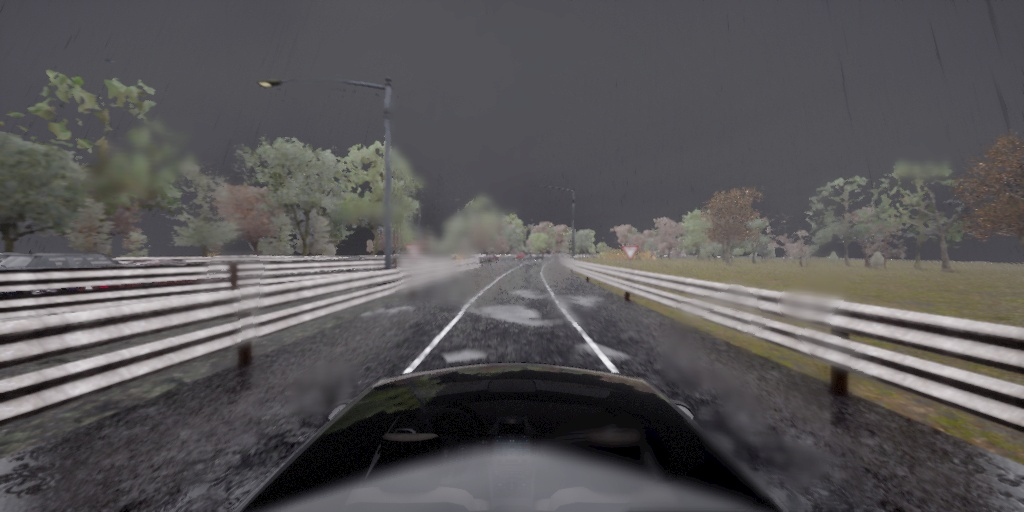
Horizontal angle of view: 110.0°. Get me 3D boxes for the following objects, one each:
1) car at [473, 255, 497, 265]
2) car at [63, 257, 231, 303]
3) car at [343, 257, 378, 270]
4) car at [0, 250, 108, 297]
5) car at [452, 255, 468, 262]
[{"bbox_3d":[-4.329,0.687,55.458,1.895,1.301,4.718,0,0,13],"label":"car"},{"bbox_3d":[-13.060,0.864,13.674,1.812,1.442,4.674,0,0,10],"label":"car"},{"bbox_3d":[-15.659,0.773,36.985,1.895,1.301,4.718,0,0,12],"label":"car"},{"bbox_3d":[-16.577,0.675,13.936,2.097,1.767,4.553,0,0,10],"label":"car"},{"bbox_3d":[-9.394,0.491,64.141,1.882,1.535,5.008,0,0,14],"label":"car"}]
